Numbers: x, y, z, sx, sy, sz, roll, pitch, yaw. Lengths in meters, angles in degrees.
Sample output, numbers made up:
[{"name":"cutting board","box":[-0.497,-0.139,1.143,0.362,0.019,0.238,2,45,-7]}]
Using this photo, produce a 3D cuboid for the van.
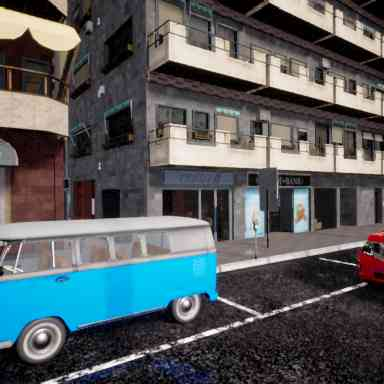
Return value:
[{"name":"van","box":[-1.440,1.341,5.545,3.998,1.788,1.690,0,0,-36]}]

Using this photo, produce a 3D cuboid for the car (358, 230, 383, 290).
[{"name":"car","box":[6.297,1.223,8.025,5.566,2.045,2.150,0,0,-36]}]
